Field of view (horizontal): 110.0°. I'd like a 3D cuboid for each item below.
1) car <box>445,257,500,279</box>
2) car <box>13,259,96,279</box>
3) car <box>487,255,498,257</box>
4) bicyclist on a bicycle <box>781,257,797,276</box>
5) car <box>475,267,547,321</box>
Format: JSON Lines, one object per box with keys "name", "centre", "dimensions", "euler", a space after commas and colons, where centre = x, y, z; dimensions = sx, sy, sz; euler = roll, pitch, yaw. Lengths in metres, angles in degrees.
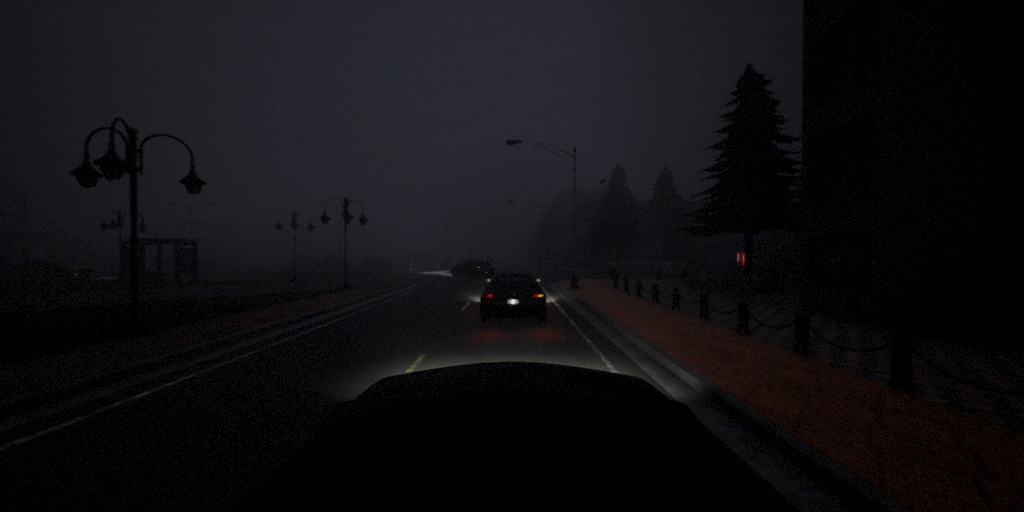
{"name": "car", "centre": [-3.266, 1.024, 29.044], "dimensions": [2.128, 1.511, 4.902], "euler": [0, 0, -34]}
{"name": "car", "centre": [-36.224, 1.018, 28.474], "dimensions": [5.008, 1.535, 1.882], "euler": [0, 0, 0]}
{"name": "car", "centre": [-3.537, 0.594, 62.466], "dimensions": [2.097, 1.767, 4.553], "euler": [0, 0, 1]}
{"name": "bicyclist on a bicycle", "centre": [19.476, 0.870, 25.224], "dimensions": [0.582, 1.620, 1.656], "euler": [0, 0, -1]}
{"name": "car", "centre": [0.052, 1.227, 11.968], "dimensions": [1.994, 1.385, 4.181], "euler": [0, 0, 1]}
